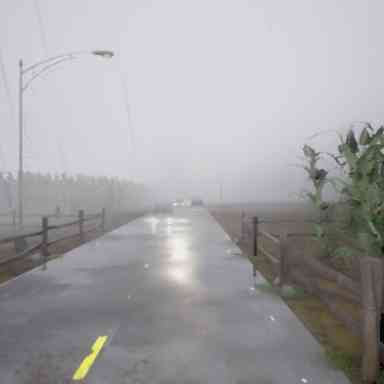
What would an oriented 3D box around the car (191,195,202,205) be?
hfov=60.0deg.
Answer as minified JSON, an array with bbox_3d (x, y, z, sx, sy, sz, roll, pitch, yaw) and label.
[{"bbox_3d":[0.830,1.531,61.836,2.097,1.767,4.553,0,0,0],"label":"car"}]

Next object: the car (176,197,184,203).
[{"bbox_3d":[-2.742,1.804,73.417,1.895,1.301,4.718,0,0,0],"label":"car"}]

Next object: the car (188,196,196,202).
[{"bbox_3d":[0.009,1.784,86.248,2.033,1.411,5.357,0,-1,0],"label":"car"}]

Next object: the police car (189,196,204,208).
[{"bbox_3d":[0.830,1.546,51.974,1.930,1.638,5.238,0,0,0],"label":"police car"}]

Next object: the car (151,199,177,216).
[{"bbox_3d":[-2.843,1.640,32.726,1.895,1.301,4.718,0,0,0],"label":"car"}]
